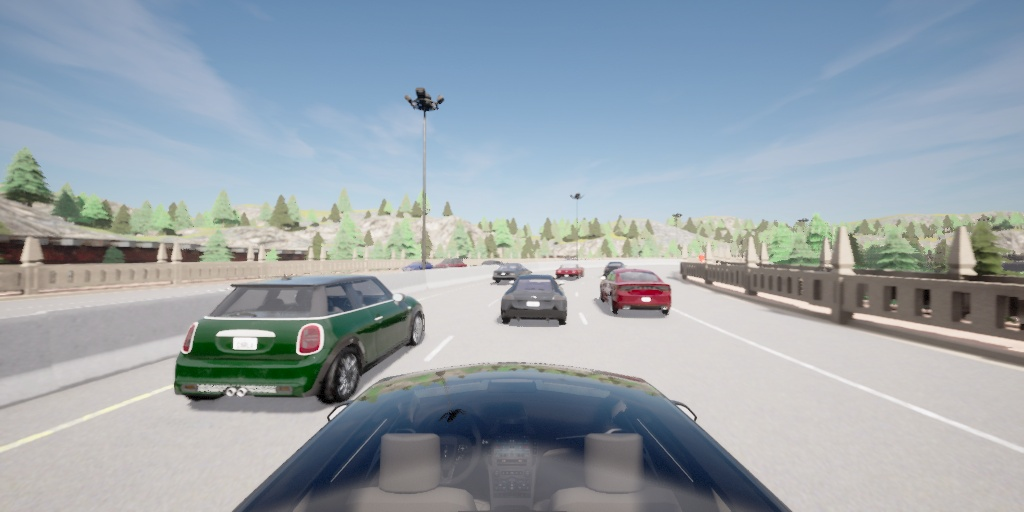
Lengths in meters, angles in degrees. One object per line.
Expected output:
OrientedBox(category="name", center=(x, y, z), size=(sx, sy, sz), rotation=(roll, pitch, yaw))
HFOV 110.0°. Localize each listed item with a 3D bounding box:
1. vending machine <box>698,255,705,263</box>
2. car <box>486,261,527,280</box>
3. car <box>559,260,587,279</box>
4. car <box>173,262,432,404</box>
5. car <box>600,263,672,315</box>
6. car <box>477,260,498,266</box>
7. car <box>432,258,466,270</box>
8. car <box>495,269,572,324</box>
OrientedBox(category="vending machine", center=(19.155, 0.848, 35.762), size=(1.100, 2.100, 0.880), rotation=(0, 0, 26))
OrientedBox(category="car", center=(0.111, 1.271, 26.890), size=(2.033, 1.411, 5.357), rotation=(0, 0, 16))
OrientedBox(category="car", center=(5.170, 1.310, 31.229), size=(1.895, 1.301, 4.718), rotation=(0, 0, 19))
OrientedBox(category="car", center=(-3.169, 1.094, 6.529), size=(2.097, 1.767, 4.553), rotation=(0, 0, 3))
OrientedBox(category="car", center=(4.530, 1.211, 13.722), size=(1.882, 1.535, 5.008), rotation=(0, 0, 7))
OrientedBox(category="car", center=(-2.481, 1.236, 40.851), size=(1.837, 1.490, 4.892), rotation=(0, 0, 23))
OrientedBox(category="car", center=(-6.848, 1.093, 39.411), size=(2.097, 1.767, 4.553), rotation=(0, 0, 22))
OrientedBox(category="car", center=(0.809, 1.301, 11.974), size=(1.994, 1.385, 4.181), rotation=(0, 0, 6))
